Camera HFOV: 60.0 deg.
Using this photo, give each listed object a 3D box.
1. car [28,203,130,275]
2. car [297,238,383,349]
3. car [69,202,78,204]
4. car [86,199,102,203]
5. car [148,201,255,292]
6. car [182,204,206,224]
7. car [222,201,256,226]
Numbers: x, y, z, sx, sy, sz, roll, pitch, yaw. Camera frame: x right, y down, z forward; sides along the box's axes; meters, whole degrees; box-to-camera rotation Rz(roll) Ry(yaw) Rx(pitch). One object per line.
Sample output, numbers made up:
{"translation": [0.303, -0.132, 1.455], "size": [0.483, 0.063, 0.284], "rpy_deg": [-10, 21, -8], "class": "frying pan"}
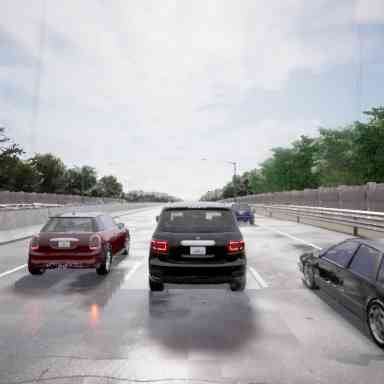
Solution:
{"translation": [-3.367, 1.408, 10.805], "size": [2.097, 1.767, 4.553], "rpy_deg": [0, -1, -1], "class": "car"}
{"translation": [3.612, 1.569, 6.156], "size": [2.033, 1.411, 5.357], "rpy_deg": [0, 0, 1], "class": "car"}
{"translation": [-20.843, 2.564, 58.840], "size": [1.882, 1.535, 5.008], "rpy_deg": [0, -2, 0], "class": "car"}
{"translation": [-17.339, 2.333, 59.057], "size": [2.150, 2.045, 5.566], "rpy_deg": [0, -2, 0], "class": "car"}
{"translation": [0.125, 1.264, 9.208], "size": [2.150, 2.045, 5.566], "rpy_deg": [0, 0, 0], "class": "car"}
{"translation": [0.178, 1.808, 28.384], "size": [1.882, 1.535, 5.008], "rpy_deg": [0, -1, 0], "class": "car"}
{"translation": [3.673, 1.651, 26.939], "size": [2.097, 1.767, 4.553], "rpy_deg": [0, -1, 0], "class": "car"}
